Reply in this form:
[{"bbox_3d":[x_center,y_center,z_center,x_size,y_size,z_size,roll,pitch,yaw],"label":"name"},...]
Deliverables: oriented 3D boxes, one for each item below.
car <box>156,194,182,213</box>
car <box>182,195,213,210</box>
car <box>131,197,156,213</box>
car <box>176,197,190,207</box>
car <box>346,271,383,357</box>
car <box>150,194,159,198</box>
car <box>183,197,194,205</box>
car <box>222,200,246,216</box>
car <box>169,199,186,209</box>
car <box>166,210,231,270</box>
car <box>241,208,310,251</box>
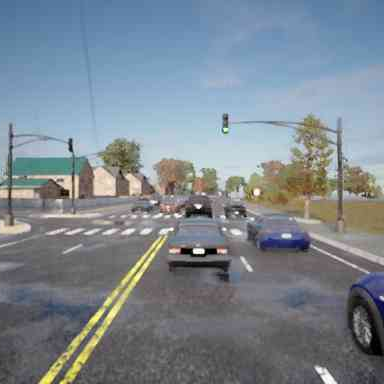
[{"bbox_3d":[-2.458,1.434,38.354,2.097,1.767,4.553,0,0,3],"label":"car"},{"bbox_3d":[0.595,1.273,28.176,2.150,2.045,5.566,0,0,2],"label":"car"},{"bbox_3d":[-5.694,1.648,38.646,1.994,1.385,4.181,0,0,3],"label":"car"},{"bbox_3d":[-1.456,1.663,56.279,1.812,1.442,4.674,0,0,4],"label":"car"},{"bbox_3d":[3.383,1.357,3.217,2.097,1.767,4.553,0,0,0],"label":"car"},{"bbox_3d":[-5.192,1.336,48.789,2.150,2.045,5.566,0,0,4],"label":"car"},{"bbox_3d":[-0.726,1.703,66.364,1.812,1.442,4.674,0,0,4],"label":"car"},{"bbox_3d":[3.959,1.563,31.203,1.837,1.490,4.892,0,0,2],"label":"car"},{"bbox_3d":[-2.018,1.708,47.292,1.895,1.301,4.718,0,0,3],"label":"car"},{"bbox_3d":[0.199,1.564,10.992,2.033,1.411,5.357,0,0,1],"label":"car"},{"bbox_3d":[3.511,1.585,14.223,1.994,1.385,4.181,0,0,1],"label":"car"}]
